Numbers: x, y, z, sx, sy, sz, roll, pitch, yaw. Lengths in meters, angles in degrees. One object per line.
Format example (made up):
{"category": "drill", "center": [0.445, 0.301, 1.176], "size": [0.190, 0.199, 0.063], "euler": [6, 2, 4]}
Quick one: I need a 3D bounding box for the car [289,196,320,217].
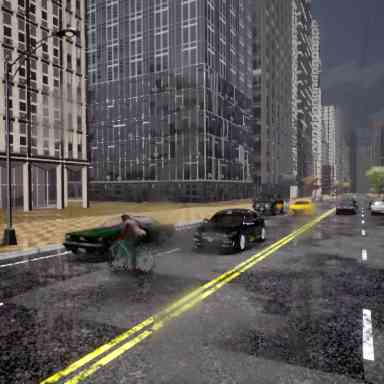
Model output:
{"category": "car", "center": [10.440, 1.462, 31.206], "size": [1.882, 1.535, 5.008], "euler": [0, 0, 27]}

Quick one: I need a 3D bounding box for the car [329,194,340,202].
{"category": "car", "center": [29.036, 1.182, 67.401], "size": [2.097, 1.767, 4.553], "euler": [0, 0, 27]}

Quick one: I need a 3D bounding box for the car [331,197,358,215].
{"category": "car", "center": [15.952, 1.530, 34.396], "size": [2.033, 1.411, 5.357], "euler": [0, 0, 27]}

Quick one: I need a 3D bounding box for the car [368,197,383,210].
{"category": "car", "center": [23.762, 1.471, 42.658], "size": [2.128, 1.511, 4.902], "euler": [0, 0, 28]}

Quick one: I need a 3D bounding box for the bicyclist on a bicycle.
{"category": "bicyclist on a bicycle", "center": [-1.739, 1.450, 9.416], "size": [1.656, 1.620, 0.582], "euler": [-2, -1, 27]}

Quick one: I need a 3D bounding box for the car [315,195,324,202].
{"category": "car", "center": [26.127, 1.351, 68.853], "size": [2.128, 1.511, 4.902], "euler": [0, 0, 27]}

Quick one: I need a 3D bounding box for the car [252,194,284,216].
{"category": "car", "center": [7.614, 1.205, 32.819], "size": [2.150, 2.045, 5.566], "euler": [0, 0, 27]}

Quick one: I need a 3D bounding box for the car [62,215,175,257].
{"category": "car", "center": [-2.590, 1.594, 12.831], "size": [1.895, 1.301, 4.718], "euler": [0, 0, 27]}

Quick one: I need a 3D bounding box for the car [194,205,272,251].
{"category": "car", "center": [1.788, 1.497, 14.248], "size": [1.837, 1.490, 4.892], "euler": [0, 0, 28]}

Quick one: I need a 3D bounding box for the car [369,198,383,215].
{"category": "car", "center": [19.095, 1.584, 33.523], "size": [1.895, 1.301, 4.718], "euler": [0, 0, 28]}
